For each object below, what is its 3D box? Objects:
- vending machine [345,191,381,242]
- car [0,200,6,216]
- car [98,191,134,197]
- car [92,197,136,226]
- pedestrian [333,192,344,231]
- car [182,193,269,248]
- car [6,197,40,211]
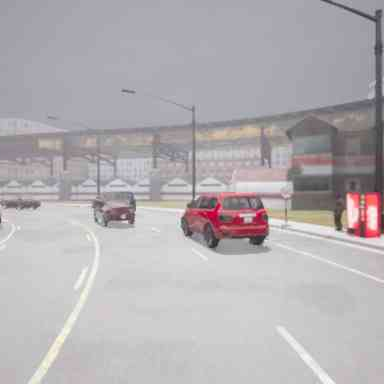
[{"bbox_3d":[7.371,1.014,14.353,1.100,2.100,0.880,0,1,-15],"label":"vending machine"},{"bbox_3d":[-12.492,0.888,19.846,2.097,1.767,4.553,-1,1,-31],"label":"car"},{"bbox_3d":[-7.154,0.968,30.391,2.150,2.045,5.566,0,0,-38],"label":"car"},{"bbox_3d":[-5.090,1.262,21.570,1.812,1.442,4.674,-1,1,-27],"label":"car"},{"bbox_3d":[6.938,0.949,15.714,0.375,1.860,0.375,0,1,-17],"label":"pedestrian"},{"bbox_3d":[1.196,1.073,14.254,2.150,2.045,5.566,0,0,-17],"label":"car"},{"bbox_3d":[-19.116,1.262,37.167,4.718,1.301,1.895,0,1,33],"label":"car"}]
